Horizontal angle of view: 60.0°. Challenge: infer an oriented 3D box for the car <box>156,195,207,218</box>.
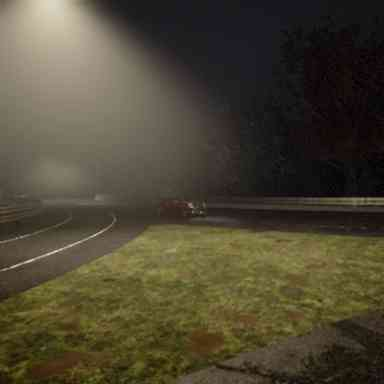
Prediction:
[{"bbox_3d":[-0.932,1.067,27.890,4.553,1.767,2.097,0,0,42],"label":"car"}]
